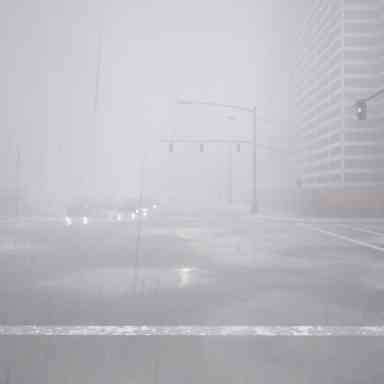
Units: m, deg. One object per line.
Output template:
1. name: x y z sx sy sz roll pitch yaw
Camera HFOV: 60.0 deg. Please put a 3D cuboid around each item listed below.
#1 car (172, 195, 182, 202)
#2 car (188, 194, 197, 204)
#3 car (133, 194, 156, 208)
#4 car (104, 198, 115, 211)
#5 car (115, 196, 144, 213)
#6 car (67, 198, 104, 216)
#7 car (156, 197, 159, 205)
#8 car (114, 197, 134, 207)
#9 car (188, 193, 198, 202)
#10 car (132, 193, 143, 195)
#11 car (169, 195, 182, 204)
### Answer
1. car: -3.352 1.354 74.372 2.128 1.511 4.902 0 0 0
2. car: 0.127 1.547 64.081 2.033 1.411 5.357 0 0 0
3. car: -7.001 1.491 48.181 2.128 1.511 4.902 0 0 0
4. car: -10.514 1.477 41.848 1.882 1.535 5.008 0 0 0
5. car: -7.024 1.505 37.830 1.837 1.490 4.892 0 0 0
6. car: -10.572 1.352 32.716 2.097 1.767 4.553 0 0 1
7. car: -6.963 1.601 58.505 1.895 1.301 4.718 0 0 0
8. car: -10.492 1.547 51.759 2.033 1.411 5.357 0 0 0
9. car: 0.148 1.184 74.335 2.097 1.767 4.553 0 0 0
10. car: -10.432 1.477 62.040 1.882 1.535 5.008 0 0 0
11. car: -3.373 1.491 64.088 2.128 1.511 4.902 0 0 0
